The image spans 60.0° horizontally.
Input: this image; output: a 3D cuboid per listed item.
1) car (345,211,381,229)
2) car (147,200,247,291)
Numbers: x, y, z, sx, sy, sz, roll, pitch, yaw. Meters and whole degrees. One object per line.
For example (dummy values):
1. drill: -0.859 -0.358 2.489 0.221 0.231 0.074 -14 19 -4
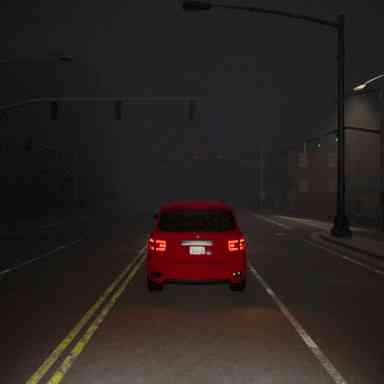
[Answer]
1. car: 15.426 2.488 29.717 4.902 1.511 2.128 8 0 0
2. car: 0.098 1.221 9.118 2.150 2.045 5.566 0 0 0
